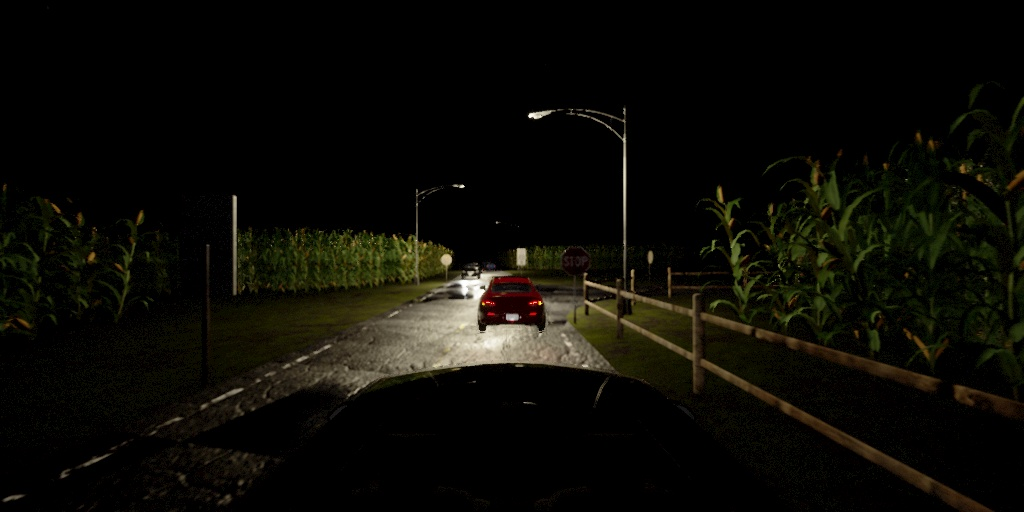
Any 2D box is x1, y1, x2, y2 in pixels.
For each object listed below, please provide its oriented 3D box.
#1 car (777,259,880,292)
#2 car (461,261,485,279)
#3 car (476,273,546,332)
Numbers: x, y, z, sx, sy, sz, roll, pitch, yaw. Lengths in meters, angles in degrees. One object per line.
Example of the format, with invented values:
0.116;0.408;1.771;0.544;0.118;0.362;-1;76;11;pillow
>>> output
17.277;0.956;19.532;4.553;1.767;2.097;-1;0;3;car
-4.118;1.539;36.702;2.128;1.511;4.902;0;-1;-4;car
-0.034;1.351;11.104;1.812;1.442;4.674;0;0;-1;car
